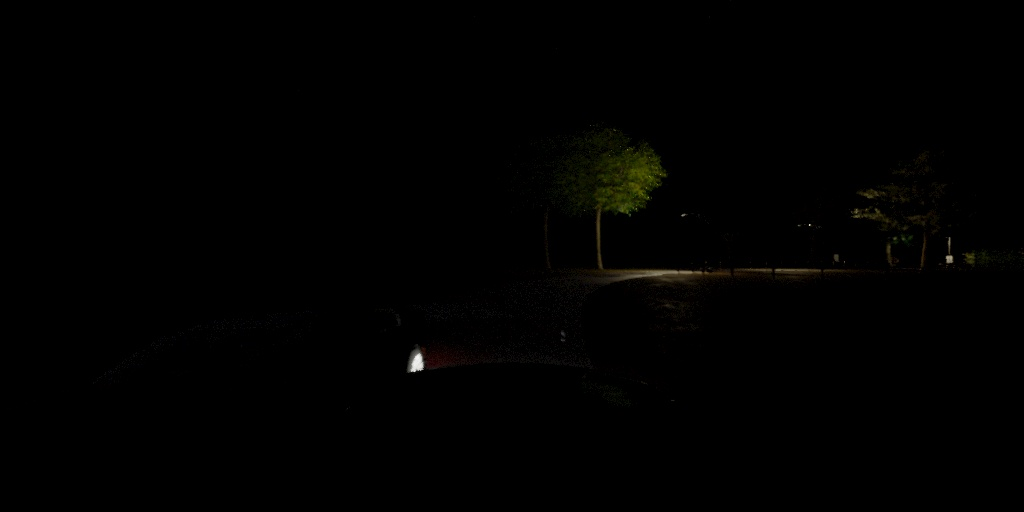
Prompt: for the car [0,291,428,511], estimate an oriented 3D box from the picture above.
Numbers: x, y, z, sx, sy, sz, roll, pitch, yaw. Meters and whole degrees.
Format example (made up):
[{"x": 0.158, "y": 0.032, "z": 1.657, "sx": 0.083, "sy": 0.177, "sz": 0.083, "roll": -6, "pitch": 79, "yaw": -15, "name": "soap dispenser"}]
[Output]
[{"x": -2.328, "y": 1.202, "z": 3.585, "sx": 1.882, "sy": 1.535, "sz": 5.008, "roll": 0, "pitch": 0, "yaw": 3, "name": "car"}]
